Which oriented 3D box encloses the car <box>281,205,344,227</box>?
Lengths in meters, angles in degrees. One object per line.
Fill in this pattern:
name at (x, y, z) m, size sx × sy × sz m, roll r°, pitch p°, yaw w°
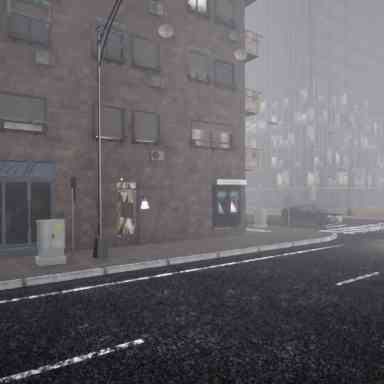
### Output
car at (9.022, 1.720, 25.318) m, size 2.128 × 1.511 × 4.902 m, roll -1°, pitch 0°, yaw -33°
